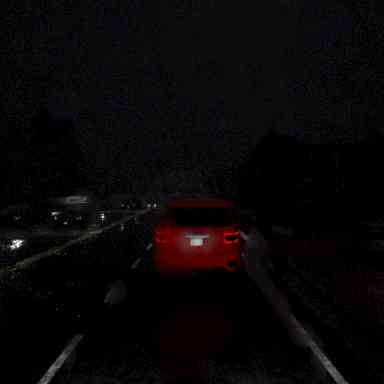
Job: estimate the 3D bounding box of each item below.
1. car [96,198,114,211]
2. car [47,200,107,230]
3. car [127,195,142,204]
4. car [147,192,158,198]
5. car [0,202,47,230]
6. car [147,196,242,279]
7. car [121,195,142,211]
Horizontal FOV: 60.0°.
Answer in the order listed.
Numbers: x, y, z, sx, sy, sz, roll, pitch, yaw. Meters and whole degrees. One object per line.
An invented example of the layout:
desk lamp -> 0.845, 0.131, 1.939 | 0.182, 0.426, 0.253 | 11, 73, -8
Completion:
car -> -10.509, 1.428, 38.924 | 1.994, 1.385, 4.181 | 0, 0, 0
car -> -7.044, 1.453, 20.867 | 1.812, 1.442, 4.674 | 0, 0, 0
car -> -10.369, 1.326, 59.884 | 1.837, 1.490, 4.892 | 0, 0, 0
car -> -6.869, 1.293, 59.877 | 2.128, 1.511, 4.902 | 0, 0, 0
car -> -10.556, 1.405, 20.819 | 1.882, 1.535, 5.008 | 0, 0, 0
car -> 0.237, 1.188, 10.082 | 2.150, 2.045, 5.566 | 0, 0, 3
car -> -7.010, 1.369, 39.052 | 1.837, 1.490, 4.892 | 0, 0, 0
